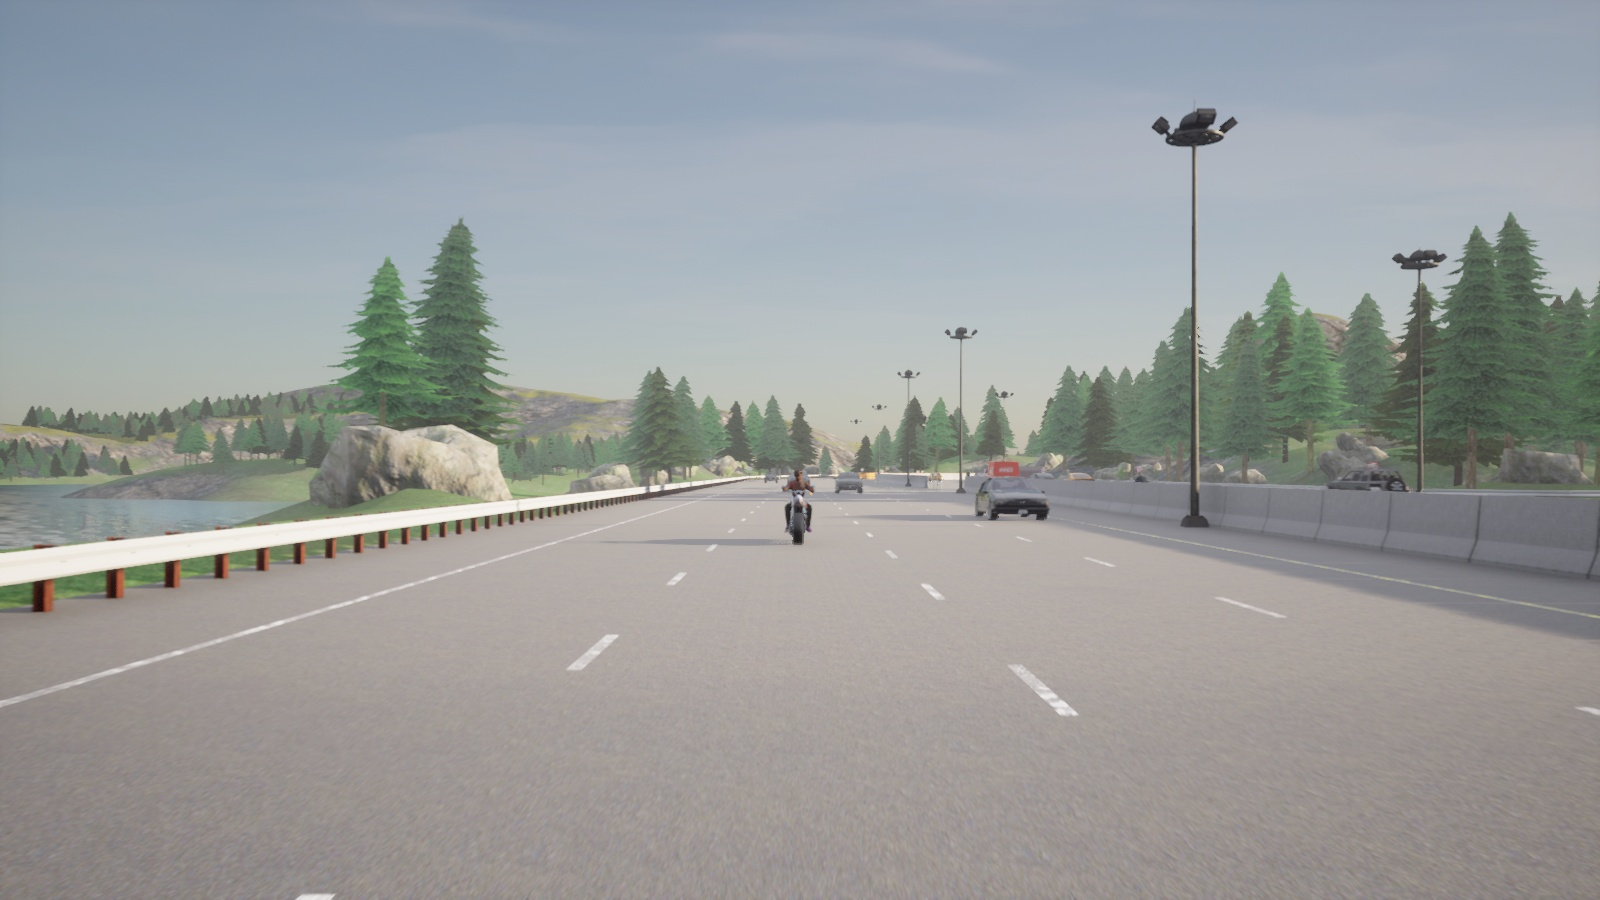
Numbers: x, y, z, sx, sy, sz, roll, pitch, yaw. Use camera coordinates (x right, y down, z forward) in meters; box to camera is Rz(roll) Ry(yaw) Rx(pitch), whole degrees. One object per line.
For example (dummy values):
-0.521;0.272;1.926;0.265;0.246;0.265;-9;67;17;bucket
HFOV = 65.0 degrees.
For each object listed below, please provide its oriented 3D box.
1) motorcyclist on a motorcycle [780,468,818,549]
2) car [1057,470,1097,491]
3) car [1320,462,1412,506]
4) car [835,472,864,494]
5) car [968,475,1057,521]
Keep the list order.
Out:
-0.020;1.217;27.028;0.766;1.649;2.350;0;-1;0;motorcyclist on a motorcycle
20.943;2.305;95.114;1.882;1.535;5.008;0;-1;0;car
24.466;1.450;54.477;1.932;1.855;4.605;0;-1;0;car
3.448;2.274;87.655;1.837;1.490;4.892;0;-1;0;car
6.975;1.534;41.758;2.033;1.411;5.357;0;-1;0;car
